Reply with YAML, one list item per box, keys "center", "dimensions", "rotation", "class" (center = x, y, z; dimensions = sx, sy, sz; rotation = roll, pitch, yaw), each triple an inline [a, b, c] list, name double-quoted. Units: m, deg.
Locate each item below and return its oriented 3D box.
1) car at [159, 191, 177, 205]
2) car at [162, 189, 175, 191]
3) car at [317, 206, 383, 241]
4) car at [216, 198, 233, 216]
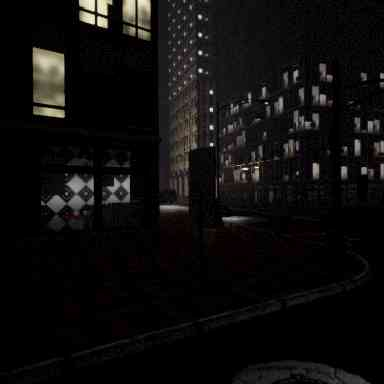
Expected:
- center: [-3.842, 0.959, 44.958]
  dimensions: [2.128, 1.511, 4.902]
  rotation: [-1, 1, -18]
  class: "car"
- center: [-4.030, 0.537, 54.624]
  dimensions: [2.150, 2.045, 5.566]
  rotation: [-1, 1, -18]
  class: "car"
- center: [7.941, 1.415, 14.511]
  dimensions: [1.837, 1.490, 4.892]
  rotation: [-2, 1, -38]
  class: "car"
- center: [1.797, 1.237, 28.307]
  dimensions: [1.812, 1.442, 4.674]
  rotation: [-1, 1, -19]
  class: "car"
